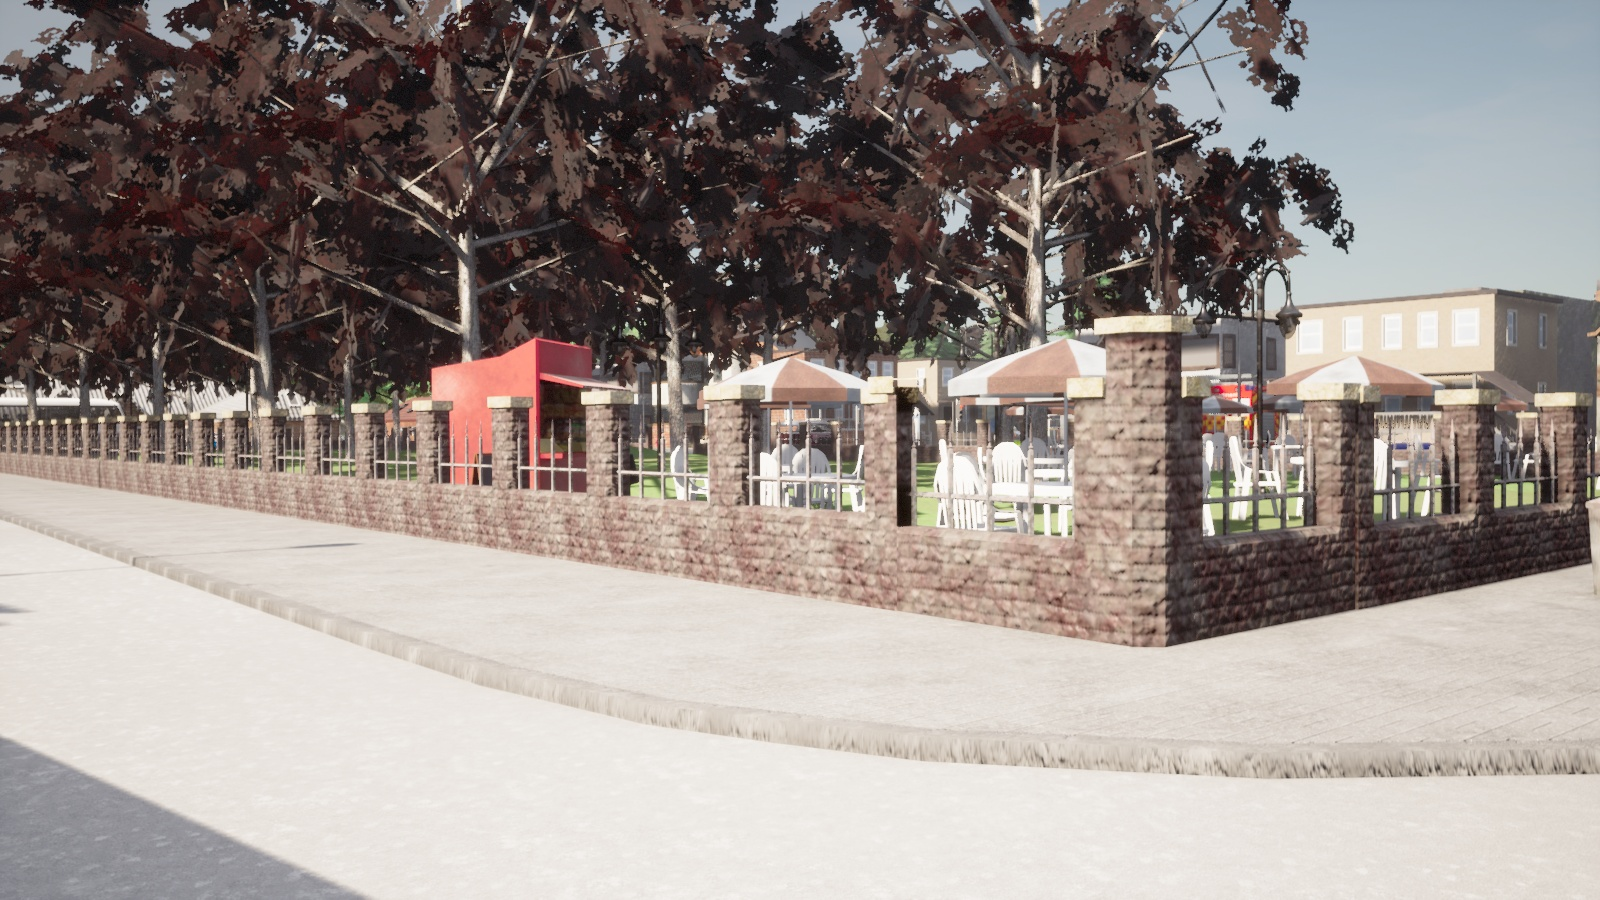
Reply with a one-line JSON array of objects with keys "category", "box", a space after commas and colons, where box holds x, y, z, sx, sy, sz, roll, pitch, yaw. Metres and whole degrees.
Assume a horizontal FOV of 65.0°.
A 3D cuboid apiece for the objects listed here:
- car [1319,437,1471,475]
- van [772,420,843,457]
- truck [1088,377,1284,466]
[{"category": "car", "box": [21.989, 0.169, 46.592, 1.895, 1.301, 4.718, -1, 1, -40]}, {"category": "van", "box": [0.408, -0.689, 72.896, 2.069, 2.038, 4.480, -1, 1, -31]}, {"category": "truck", "box": [17.669, -1.298, 58.077, 2.891, 3.827, 8.468, -1, 1, -40]}]
